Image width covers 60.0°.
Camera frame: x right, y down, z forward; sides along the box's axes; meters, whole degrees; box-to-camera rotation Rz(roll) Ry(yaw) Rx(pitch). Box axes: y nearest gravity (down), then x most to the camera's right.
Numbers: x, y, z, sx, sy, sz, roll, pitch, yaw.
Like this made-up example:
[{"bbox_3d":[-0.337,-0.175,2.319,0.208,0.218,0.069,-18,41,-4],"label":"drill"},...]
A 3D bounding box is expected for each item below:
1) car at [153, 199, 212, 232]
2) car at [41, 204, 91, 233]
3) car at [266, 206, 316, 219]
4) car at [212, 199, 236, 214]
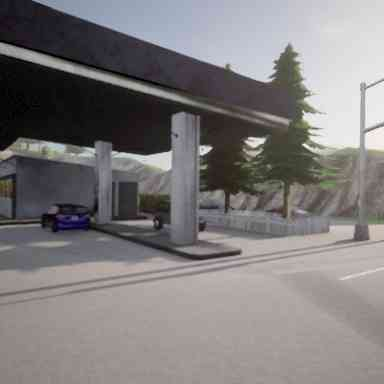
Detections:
[{"bbox_3d":[-0.881,1.468,20.694,1.905,1.878,3.866,1,0,-35],"label":"car"},{"bbox_3d":[-8.007,1.559,21.019,2.242,1.667,4.611,1,0,-35],"label":"car"},{"bbox_3d":[7.959,1.807,27.124,1.994,1.385,4.181,1,0,-34],"label":"car"},{"bbox_3d":[2.605,1.530,34.997,2.097,1.767,4.553,1,0,-34],"label":"car"}]
